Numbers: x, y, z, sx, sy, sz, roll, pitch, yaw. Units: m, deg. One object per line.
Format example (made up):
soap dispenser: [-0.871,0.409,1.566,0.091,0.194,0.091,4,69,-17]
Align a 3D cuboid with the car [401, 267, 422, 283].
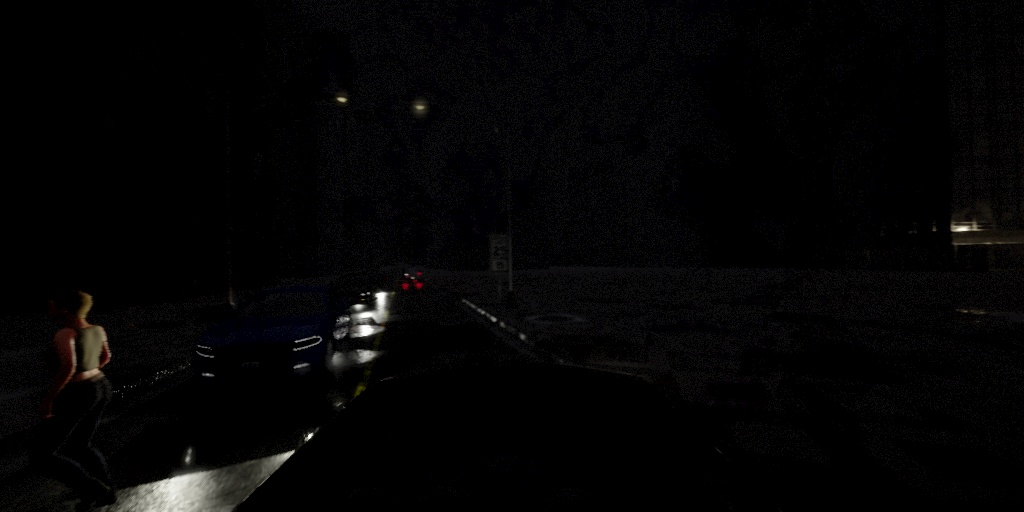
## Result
car: [-10.608,2.024,38.170,1.812,1.442,4.674,-1,-1,-16]

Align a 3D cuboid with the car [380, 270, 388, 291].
car: [-10.617,1.841,27.375,1.837,1.490,4.892,-1,-1,-17]

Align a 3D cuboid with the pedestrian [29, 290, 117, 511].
pedestrian: [-3.529,1.121,2.896,0.375,1.860,0.375,-1,-1,-17]

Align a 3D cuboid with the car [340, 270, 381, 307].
car: [-7.615,1.632,17.444,1.837,1.490,4.892,-1,-1,-17]

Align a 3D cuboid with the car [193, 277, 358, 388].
car: [-4.656,1.400,7.696,1.882,1.535,5.008,-1,-1,-18]
